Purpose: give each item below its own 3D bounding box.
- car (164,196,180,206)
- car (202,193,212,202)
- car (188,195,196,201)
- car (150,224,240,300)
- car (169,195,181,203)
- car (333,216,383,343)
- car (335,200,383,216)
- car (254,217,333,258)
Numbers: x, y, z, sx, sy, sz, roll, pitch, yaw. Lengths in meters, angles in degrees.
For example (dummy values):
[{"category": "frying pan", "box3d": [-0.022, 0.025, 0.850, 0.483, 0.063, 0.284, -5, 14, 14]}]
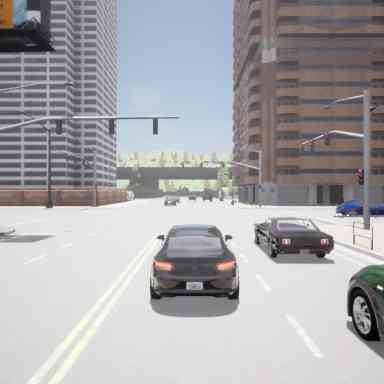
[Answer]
[{"category": "car", "box3d": [-3.568, 1.491, 54.864, 2.128, 1.511, 4.902, 0, 0, -1]}, {"category": "car", "box3d": [3.545, 1.225, 77.410, 2.150, 2.045, 5.566, 0, 0, 0]}, {"category": "car", "box3d": [0.045, 1.425, 77.336, 1.837, 1.490, 4.892, 0, 0, 0]}, {"category": "car", "box3d": [0.066, 1.526, 8.294, 1.812, 1.442, 4.674, 0, 0, 0]}, {"category": "car", "box3d": [-3.477, 1.492, 67.958, 2.128, 1.511, 4.902, 0, 0, 0]}, {"category": "car", "box3d": [3.602, 1.352, 3.660, 2.097, 1.767, 4.553, 0, 0, 0]}, {"category": "car", "box3d": [15.596, 1.477, 30.081, 5.008, 1.535, 1.882, 0, 0, 1]}, {"category": "car", "box3d": [3.610, 1.601, 12.745, 1.895, 1.301, 4.718, 0, 0, 1]}]
